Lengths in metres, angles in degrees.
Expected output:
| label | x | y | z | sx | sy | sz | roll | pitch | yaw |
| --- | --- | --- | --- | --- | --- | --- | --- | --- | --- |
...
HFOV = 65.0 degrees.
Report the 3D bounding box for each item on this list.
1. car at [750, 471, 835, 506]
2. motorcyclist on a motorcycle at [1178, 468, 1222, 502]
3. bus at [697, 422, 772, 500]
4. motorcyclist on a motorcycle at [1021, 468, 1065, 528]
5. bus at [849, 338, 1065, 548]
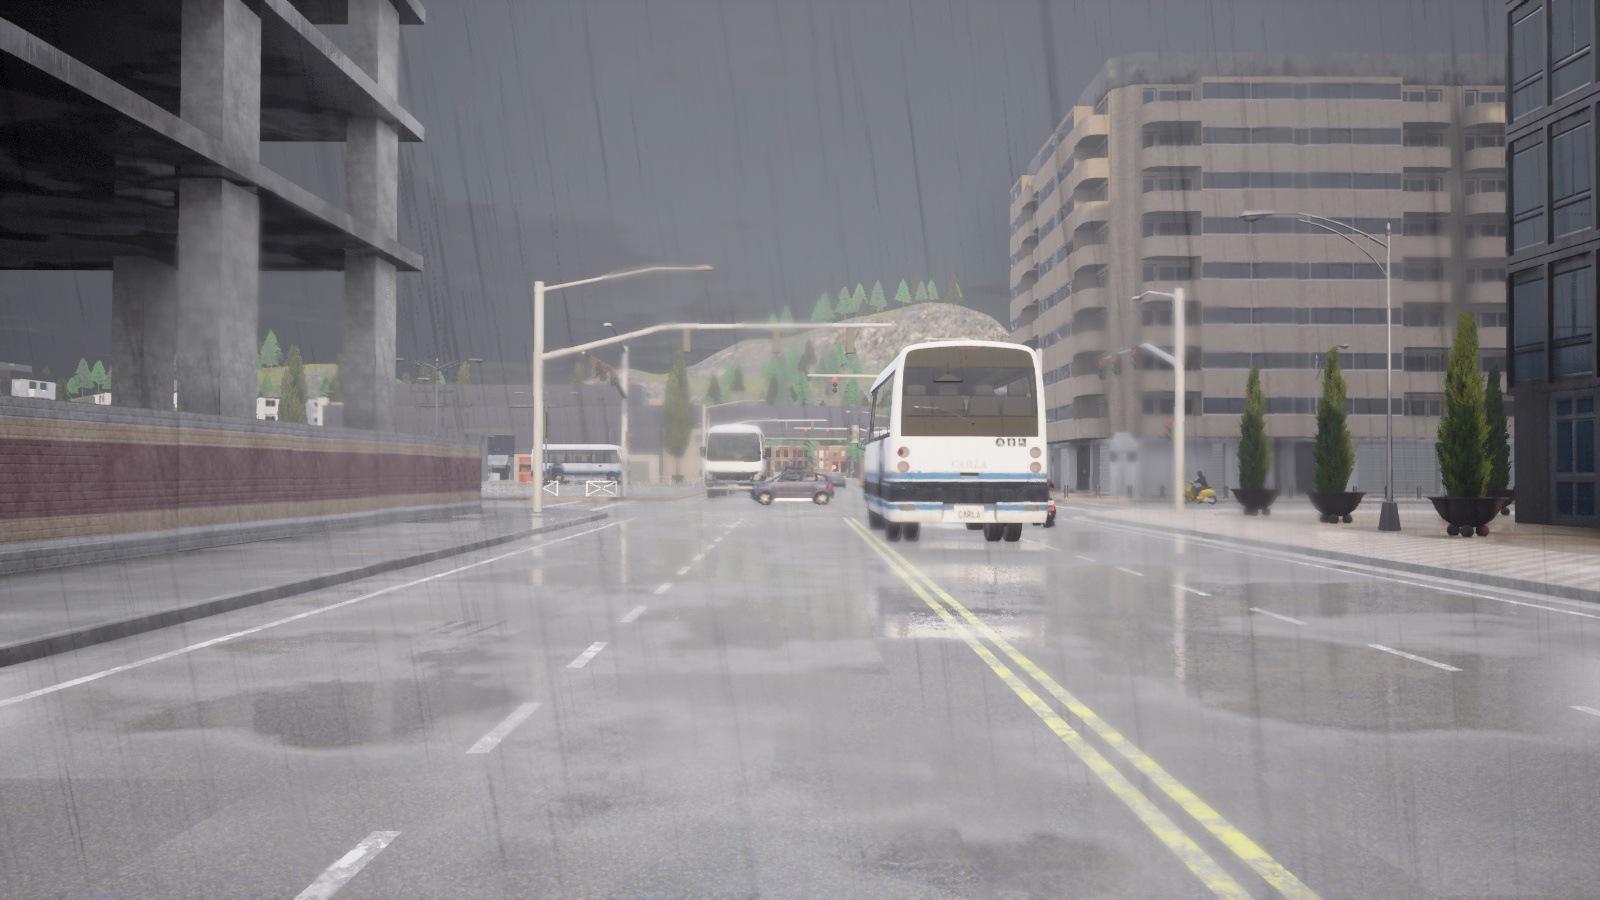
| label | x | y | z | sx | sy | sz | roll | pitch | yaw |
| --- | --- | --- | --- | --- | --- | --- | --- | --- | --- |
| car | -0.327 | 1.695 | 55.610 | 3.705 | 1.549 | 1.789 | 0 | -1 | -1 |
| motorcyclist on a motorcycle | 18.928 | 1.633 | 59.455 | 1.817 | 1.590 | 0.866 | 0 | -1 | -1 |
| bus | -3.709 | 0.698 | 74.342 | 3.944 | 4.253 | 10.273 | 0 | -1 | 0 |
| motorcyclist on a motorcycle | 6.902 | 1.336 | 35.735 | 0.766 | 1.649 | 2.350 | 0 | -1 | 0 |
| bus | 3.410 | -0.060 | 30.769 | 3.944 | 4.253 | 10.273 | 0 | -1 | 0 |
